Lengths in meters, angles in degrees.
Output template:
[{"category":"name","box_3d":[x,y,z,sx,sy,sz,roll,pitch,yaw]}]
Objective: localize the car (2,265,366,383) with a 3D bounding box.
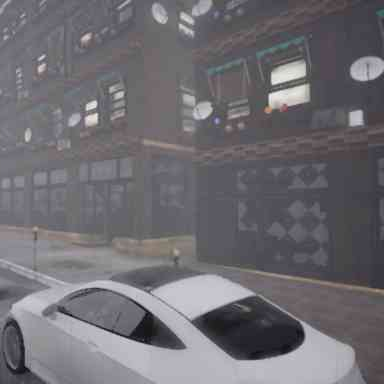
[{"category":"car","box_3d":[-0.540,1.612,3.864,4.674,1.442,1.812,0,-2,42]}]
